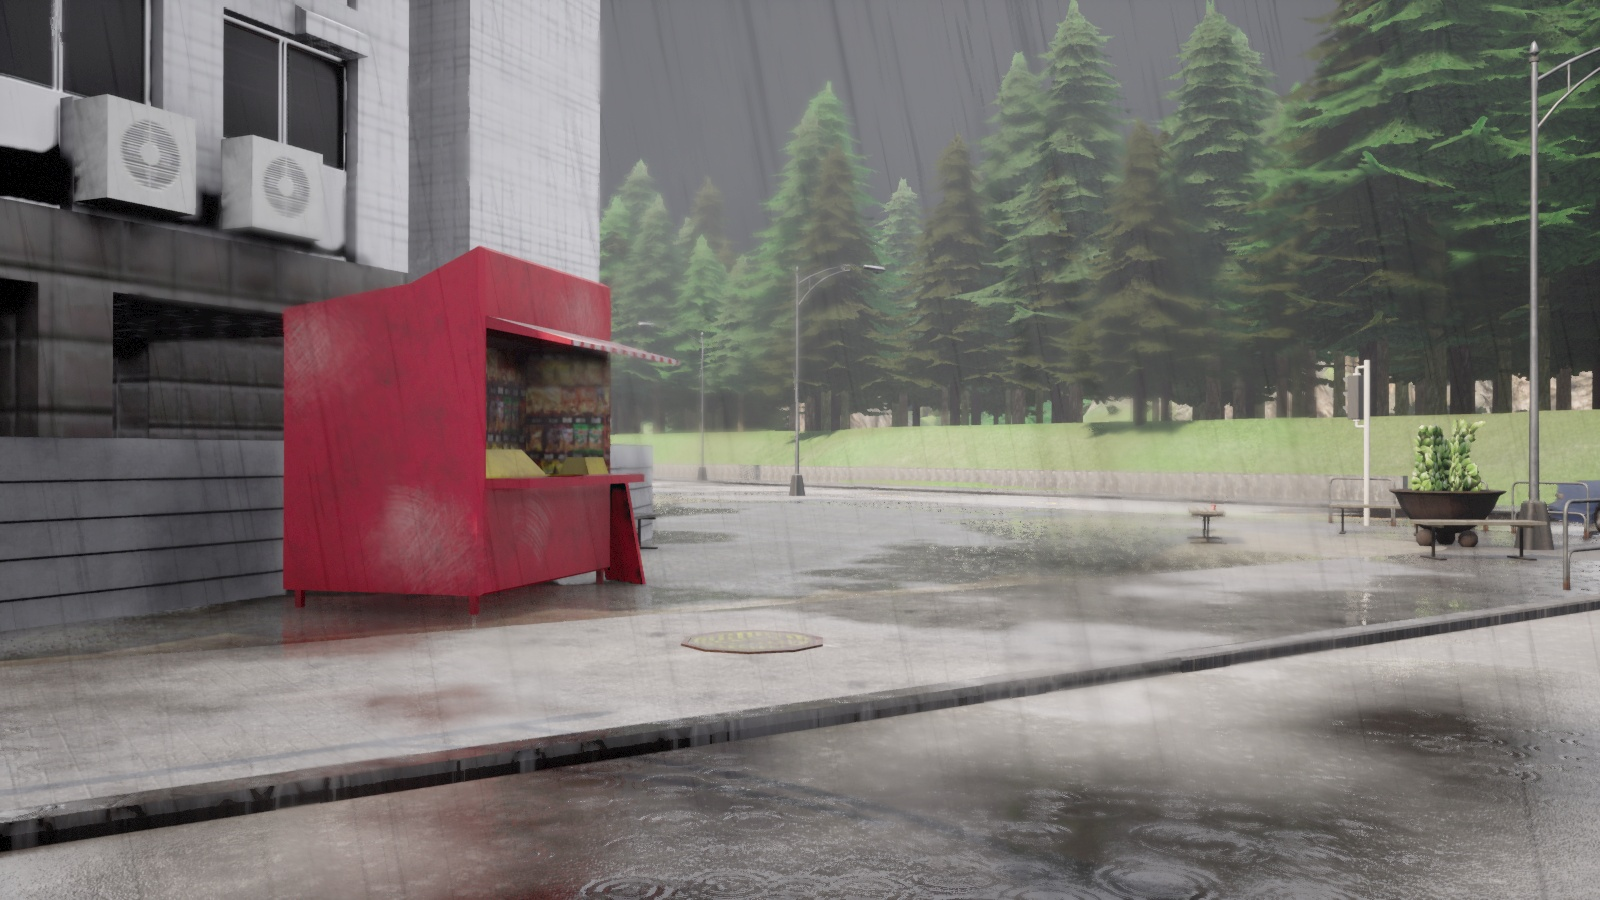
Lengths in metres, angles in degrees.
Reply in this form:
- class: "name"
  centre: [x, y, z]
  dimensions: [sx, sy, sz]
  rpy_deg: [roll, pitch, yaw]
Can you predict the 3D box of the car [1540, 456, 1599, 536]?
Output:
- class: "car"
  centre: [15.717, 0.811, 21.216]
  dimensions: [2.033, 1.411, 5.357]
  rpy_deg: [0, 0, -23]
